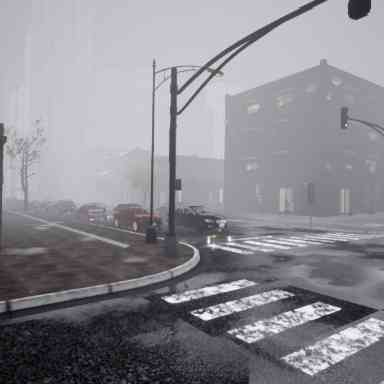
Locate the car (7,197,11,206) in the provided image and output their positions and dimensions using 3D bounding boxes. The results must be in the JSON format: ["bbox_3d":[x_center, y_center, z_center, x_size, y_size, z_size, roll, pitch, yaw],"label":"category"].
[{"bbox_3d":[-35.272,2.132,66.606,1.947,1.339,4.313,1,-1,-35],"label":"car"}]

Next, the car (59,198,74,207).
[{"bbox_3d":[-25.233,2.115,66.872,1.967,1.590,4.097,1,-1,-35],"label":"car"}]

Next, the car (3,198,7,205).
[{"bbox_3d":[-38.441,1.931,71.144,2.192,1.841,5.009,1,-1,-35],"label":"car"}]

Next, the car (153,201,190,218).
[{"bbox_3d":[-2.134,1.761,34.060,1.967,1.590,4.097,1,-1,-35],"label":"car"}]

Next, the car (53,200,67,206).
[{"bbox_3d":[-28.403,2.307,71.405,1.802,1.307,4.206,1,-1,-35],"label":"car"}]

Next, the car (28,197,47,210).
[{"bbox_3d":[-22.718,1.892,48.546,1.752,1.417,4.829,1,-1,-35],"label":"car"}]

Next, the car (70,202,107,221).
[{"bbox_3d":[-8.584,1.730,28.207,1.802,1.307,4.206,1,-1,-35],"label":"car"}]

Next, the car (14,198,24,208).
[{"bbox_3d":[-29.113,2.013,57.785,1.887,1.381,4.507,1,-1,-35],"label":"car"}]

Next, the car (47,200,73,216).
[{"bbox_3d":[-13.741,1.792,35.585,1.947,1.339,4.313,1,-1,-35],"label":"car"}]

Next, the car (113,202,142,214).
[{"bbox_3d":[-8.338,1.966,42.921,2.008,1.369,4.403,1,-1,-35],"label":"car"}]

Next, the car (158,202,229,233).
[{"bbox_3d":[0.247,1.593,20.335,2.128,1.511,4.902,1,-1,-35],"label":"car"}]

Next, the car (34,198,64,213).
[{"bbox_3d":[-18.041,1.843,41.785,2.008,1.369,4.403,1,-1,-35],"label":"car"}]

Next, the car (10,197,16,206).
[{"bbox_3d":[-32.101,2.082,62.072,1.947,1.339,4.313,1,-1,-35],"label":"car"}]

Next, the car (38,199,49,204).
[{"bbox_3d":[-38.012,2.404,85.149,1.752,1.417,4.829,1,-1,-35],"label":"car"}]

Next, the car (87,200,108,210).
[{"bbox_3d":[-14.820,2.039,52.098,1.752,1.417,4.829,1,-1,-35],"label":"car"}]

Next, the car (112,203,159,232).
[{"bbox_3d":[-3.426,1.615,20.831,1.887,1.381,4.507,1,-1,-35],"label":"car"}]
